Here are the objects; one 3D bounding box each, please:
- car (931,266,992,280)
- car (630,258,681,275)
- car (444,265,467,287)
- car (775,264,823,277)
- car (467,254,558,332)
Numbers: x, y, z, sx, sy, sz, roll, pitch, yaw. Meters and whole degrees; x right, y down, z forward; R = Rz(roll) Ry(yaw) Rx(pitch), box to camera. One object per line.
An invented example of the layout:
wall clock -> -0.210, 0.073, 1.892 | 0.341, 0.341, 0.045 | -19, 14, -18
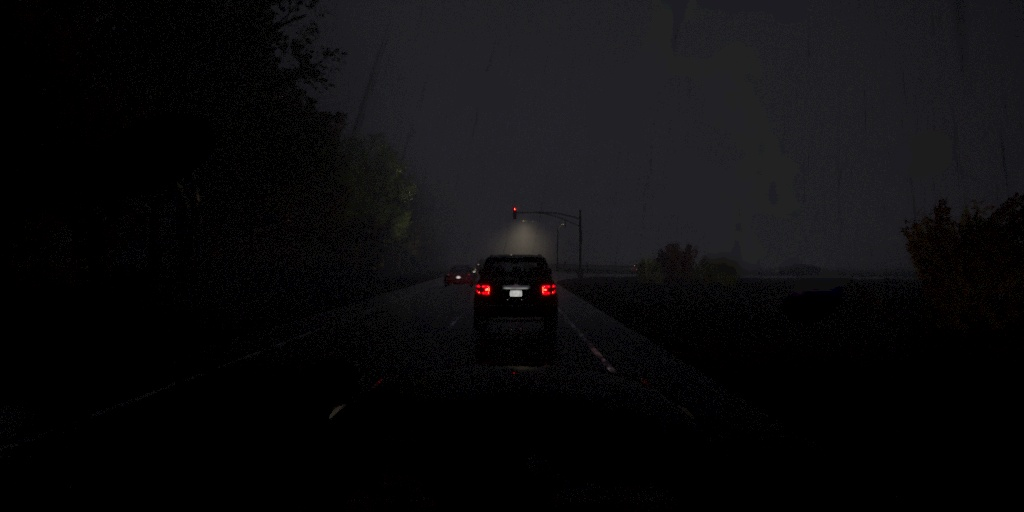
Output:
car -> 48.517, 1.832, 38.668 | 5.357, 1.411, 2.033 | 1, -1, 0
car -> 16.998, 1.224, 42.459 | 5.566, 2.045, 2.150 | 1, -1, 2
car -> -3.402, 1.324, 24.769 | 1.994, 1.385, 4.181 | 0, 0, 0
car -> 33.809, 1.677, 42.329 | 4.902, 1.511, 2.128 | 1, -1, 0
car -> 0.101, 0.976, 11.077 | 2.150, 2.045, 5.566 | 0, 0, 0
